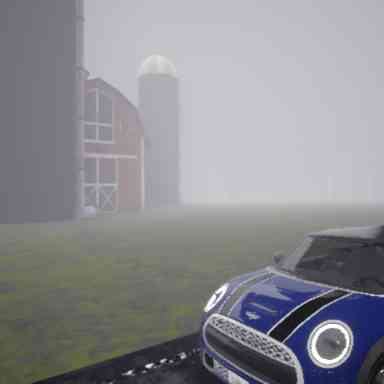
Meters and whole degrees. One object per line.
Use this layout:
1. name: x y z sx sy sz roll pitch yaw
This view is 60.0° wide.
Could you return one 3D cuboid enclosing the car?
1. car: 2.308 1.338 4.690 4.553 1.767 2.097 0 0 -35
